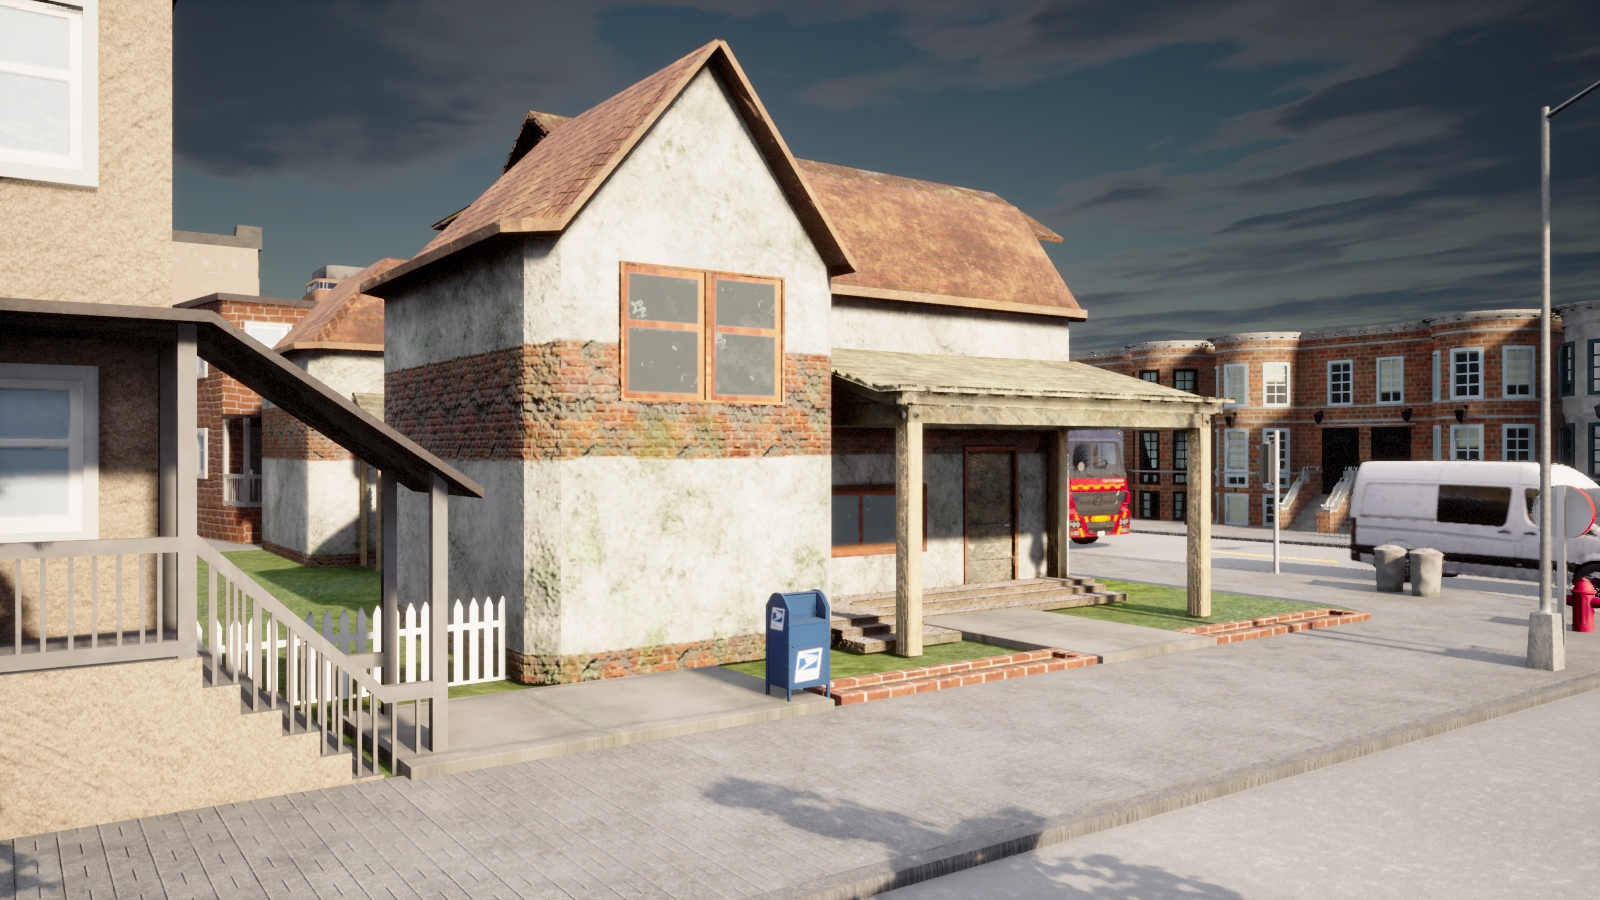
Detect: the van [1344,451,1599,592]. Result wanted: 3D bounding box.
[{"bbox_3d":[14.347,1.304,23.048,1.988,2.561,5.915,0,0,-33],"label":"van"}]
